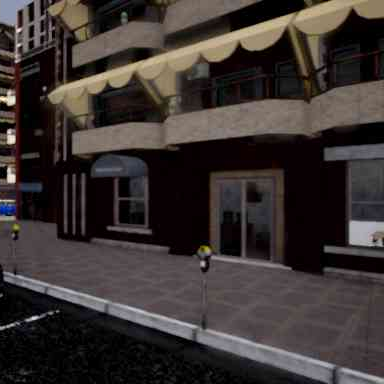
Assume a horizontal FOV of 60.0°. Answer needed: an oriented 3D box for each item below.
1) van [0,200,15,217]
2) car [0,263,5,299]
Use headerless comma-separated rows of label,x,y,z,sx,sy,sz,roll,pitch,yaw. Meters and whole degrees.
van,-19.768,1.727,34.465,1.690,1.788,3.998,-1,-2,35
car,-5.503,1.555,6.799,4.403,1.369,2.008,0,0,35
